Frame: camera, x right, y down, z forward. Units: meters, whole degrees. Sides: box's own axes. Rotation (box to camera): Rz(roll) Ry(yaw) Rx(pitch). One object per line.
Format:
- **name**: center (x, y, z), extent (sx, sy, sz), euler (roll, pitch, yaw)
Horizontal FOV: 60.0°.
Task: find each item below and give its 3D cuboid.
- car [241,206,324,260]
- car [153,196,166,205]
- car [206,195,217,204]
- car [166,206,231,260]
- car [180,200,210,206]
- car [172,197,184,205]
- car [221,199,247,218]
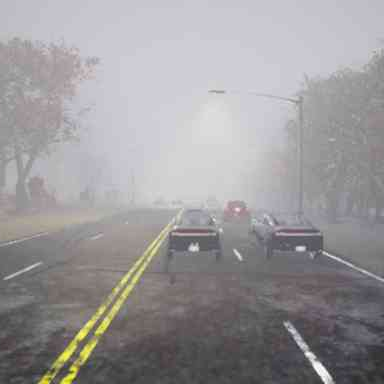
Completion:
- **car**: center (3.348, 1.517, 12.547), extent (2.128, 1.511, 4.902), euler (0, 0, 1)
- **car**: center (-5.661, 1.564, 58.418), extent (1.837, 1.490, 4.892), euler (0, 0, 2)
- **car**: center (3.817, 1.418, 65.781), extent (2.097, 1.767, 4.553), euler (0, 0, 2)
- **car**: center (0.097, 1.516, 12.558), extent (2.128, 1.511, 4.902), euler (0, 0, 1)
- **car**: center (0.267, 1.609, 27.900), extent (1.994, 1.385, 4.181), euler (0, 0, 1)
- **car**: center (-2.412, 1.625, 58.308), extent (1.994, 1.385, 4.181), euler (0, 0, 2)
- **car**: center (3.507, 1.396, 27.424), extent (2.097, 1.767, 4.553), euler (0, 0, 1)
